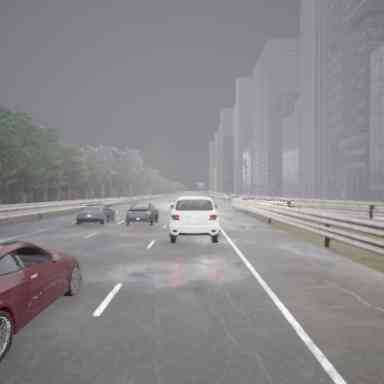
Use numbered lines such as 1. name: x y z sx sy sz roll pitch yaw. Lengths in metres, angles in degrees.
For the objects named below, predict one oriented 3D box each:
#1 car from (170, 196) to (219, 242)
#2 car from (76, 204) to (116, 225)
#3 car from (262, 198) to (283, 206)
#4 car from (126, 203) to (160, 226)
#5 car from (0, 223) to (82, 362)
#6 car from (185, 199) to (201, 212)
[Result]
1. car: 0.095 1.222 16.435 2.150 2.045 5.566 0 0 0
2. car: -6.908 1.568 24.351 1.994 1.385 4.181 0 0 0
3. car: 10.898 1.566 46.773 2.128 1.511 4.902 0 0 -14
4. car: -3.409 1.495 23.483 2.128 1.511 4.902 0 0 0
5. car: -3.403 1.525 5.618 1.812 1.442 4.674 0 0 0
6. car: 0.084 1.617 40.826 1.895 1.301 4.718 0 0 0
